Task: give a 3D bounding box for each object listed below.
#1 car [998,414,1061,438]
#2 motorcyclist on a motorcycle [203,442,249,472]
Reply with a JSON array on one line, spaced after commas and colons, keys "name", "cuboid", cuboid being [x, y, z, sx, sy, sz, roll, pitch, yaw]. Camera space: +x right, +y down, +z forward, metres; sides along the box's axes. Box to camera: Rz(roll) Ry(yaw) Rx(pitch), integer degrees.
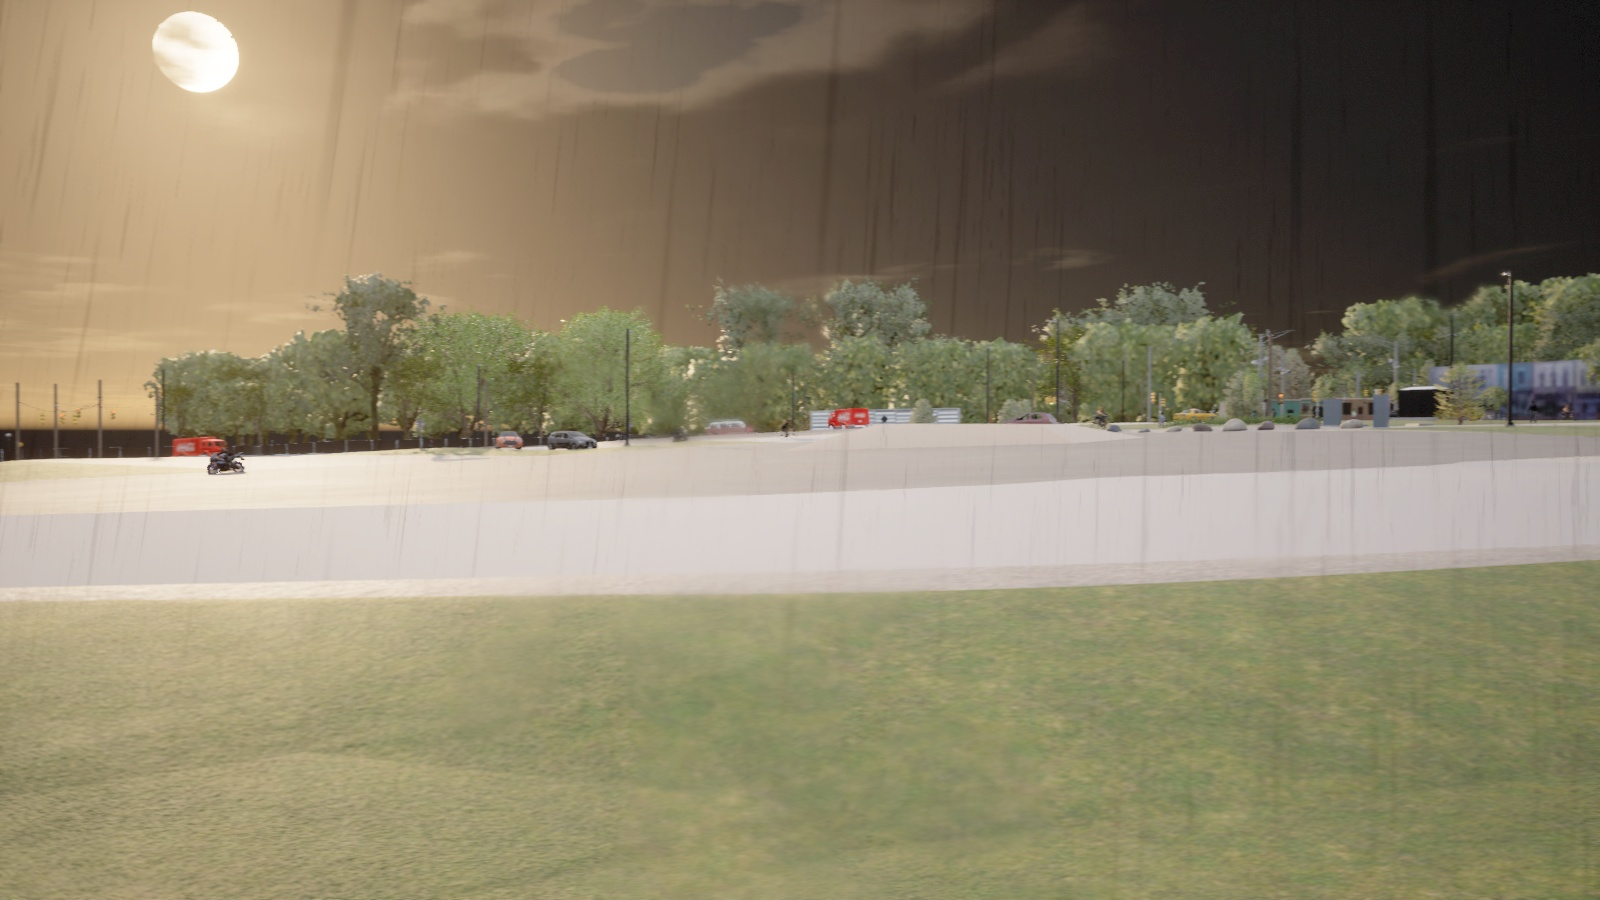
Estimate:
[{"name": "car", "cuboid": [14.946, -1.551, 81.873, 3.633, 1.501, 1.845, 0, 2, 29]}, {"name": "motorcyclist on a motorcycle", "cuboid": [-32.066, 0.381, 70.181, 0.866, 1.530, 2.191, -1, 2, 34]}]
